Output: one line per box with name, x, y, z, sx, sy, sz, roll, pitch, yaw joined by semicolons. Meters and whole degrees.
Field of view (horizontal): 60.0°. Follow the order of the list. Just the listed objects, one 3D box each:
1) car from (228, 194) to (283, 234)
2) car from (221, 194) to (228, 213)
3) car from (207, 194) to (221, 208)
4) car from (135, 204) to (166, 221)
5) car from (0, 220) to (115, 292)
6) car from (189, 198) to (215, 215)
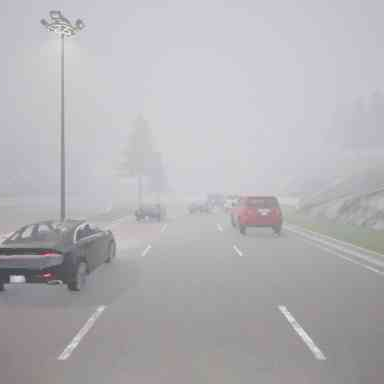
car;3.603;1.215;19.279;2.150;2.045;5.566;0;-1;0
car;4.976;1.218;37.029;2.150;2.045;5.566;0;0;13
car;3.425;1.218;44.488;2.150;2.045;5.566;0;0;16
car;-3.256;1.599;27.098;1.895;1.301;4.718;0;0;2
car;-3.399;1.490;8.906;2.128;1.511;4.902;0;0;0
car;0.947;1.598;34.432;1.895;1.301;4.718;0;0;9
